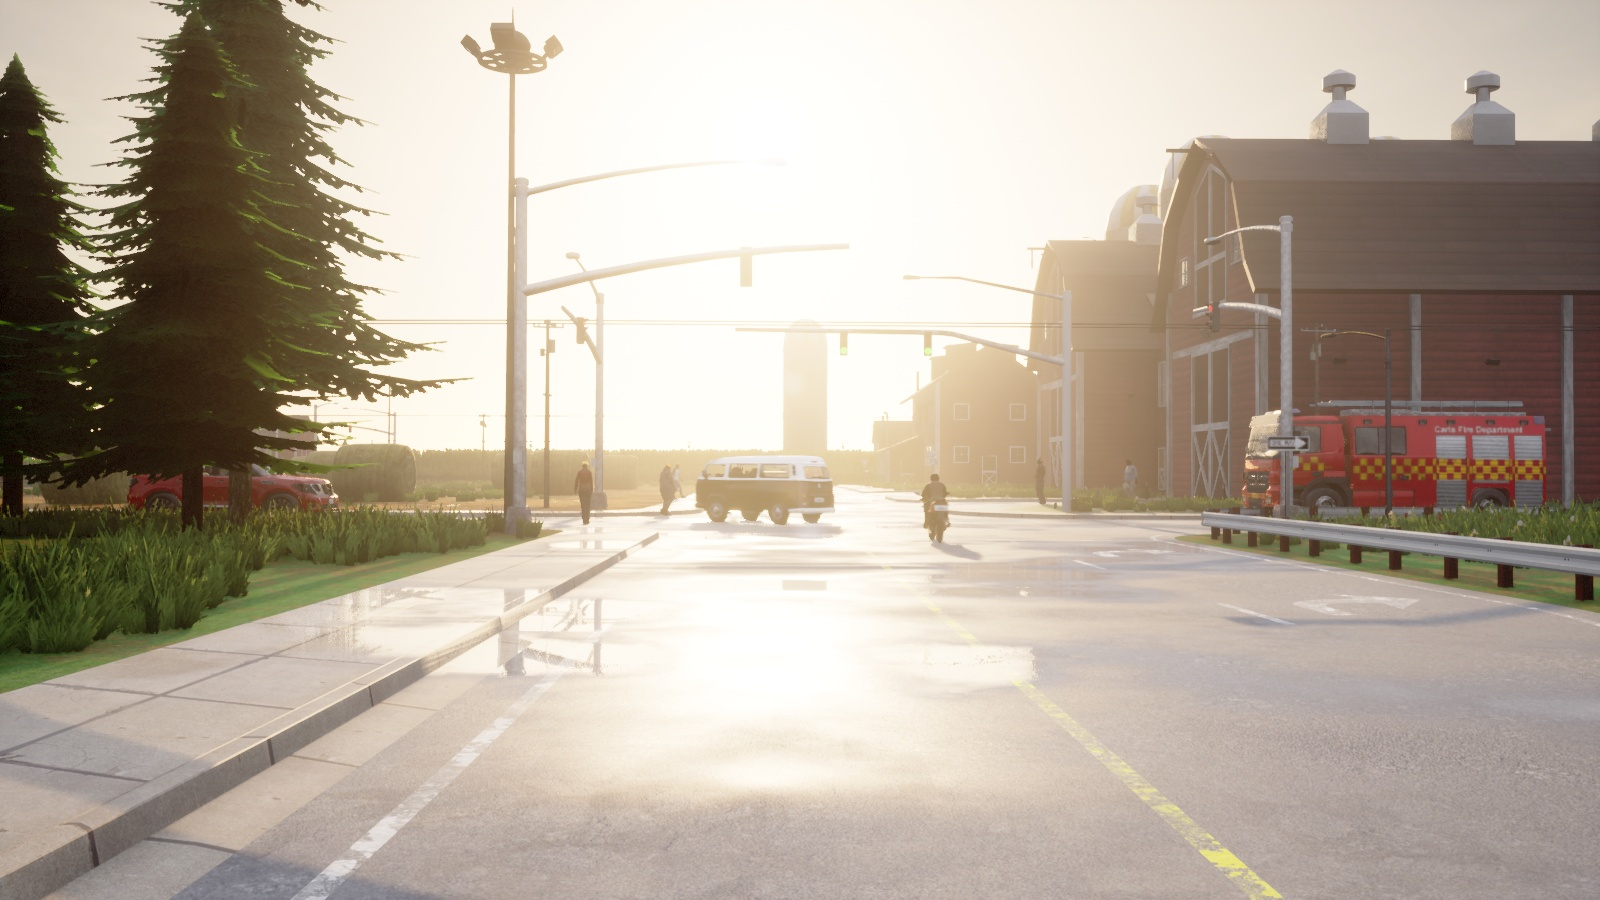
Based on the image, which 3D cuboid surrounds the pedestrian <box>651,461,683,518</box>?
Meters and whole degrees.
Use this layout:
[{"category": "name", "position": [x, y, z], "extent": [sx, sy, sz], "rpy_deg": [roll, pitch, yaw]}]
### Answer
[{"category": "pedestrian", "position": [-4.566, 1.340, 43.016], "extent": [0.873, 1.952, 0.659], "rpy_deg": [1, -1, -37]}]

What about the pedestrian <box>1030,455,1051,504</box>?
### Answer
[{"category": "pedestrian", "position": [9.451, 1.145, 49.375], "extent": [0.666, 1.930, 0.402], "rpy_deg": [0, -1, -25]}]

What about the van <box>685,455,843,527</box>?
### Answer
[{"category": "van", "position": [-1.126, 1.191, 37.786], "extent": [4.480, 2.038, 2.069], "rpy_deg": [0, -1, 39]}]

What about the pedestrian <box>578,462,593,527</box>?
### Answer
[{"category": "pedestrian", "position": [-6.165, 1.266, 36.103], "extent": [0.331, 1.846, 0.636], "rpy_deg": [0, -1, 1]}]

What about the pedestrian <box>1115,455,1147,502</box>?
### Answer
[{"category": "pedestrian", "position": [13.399, 1.154, 50.896], "extent": [0.900, 1.855, 0.874], "rpy_deg": [0, -1, -21]}]

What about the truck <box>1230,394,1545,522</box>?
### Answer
[{"category": "truck", "position": [18.252, 0.264, 39.399], "extent": [8.468, 3.827, 2.891], "rpy_deg": [0, -1, 0]}]

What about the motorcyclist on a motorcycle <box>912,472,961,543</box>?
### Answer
[{"category": "motorcyclist on a motorcycle", "position": [3.009, 1.252, 27.871], "extent": [0.797, 1.523, 2.044], "rpy_deg": [0, -1, -1]}]

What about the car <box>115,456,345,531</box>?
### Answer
[{"category": "car", "position": [-16.144, 1.225, 35.784], "extent": [5.566, 2.045, 2.150], "rpy_deg": [0, -1, 0]}]

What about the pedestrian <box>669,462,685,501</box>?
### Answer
[{"category": "pedestrian", "position": [-5.954, 1.516, 60.591], "extent": [0.706, 1.836, 0.354], "rpy_deg": [0, -1, 7]}]
